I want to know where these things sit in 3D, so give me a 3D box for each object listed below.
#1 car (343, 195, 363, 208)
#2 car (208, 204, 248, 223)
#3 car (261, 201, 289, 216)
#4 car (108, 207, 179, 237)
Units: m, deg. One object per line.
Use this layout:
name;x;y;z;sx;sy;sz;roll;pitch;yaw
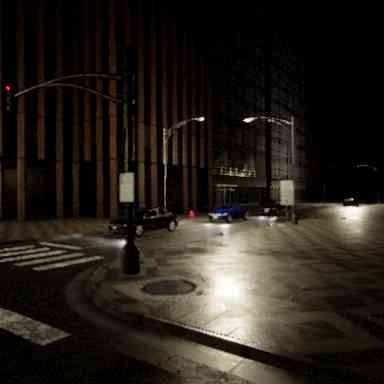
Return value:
car;26.726;1.794;56.014;2.128;1.511;4.902;-1;-1;35
car;3.178;1.741;28.102;1.812;1.442;4.674;-1;-1;35
car;9.171;1.744;36.597;2.128;1.511;4.902;-1;-1;35
car;-2.734;1.683;19.695;1.837;1.490;4.892;-1;-1;35
